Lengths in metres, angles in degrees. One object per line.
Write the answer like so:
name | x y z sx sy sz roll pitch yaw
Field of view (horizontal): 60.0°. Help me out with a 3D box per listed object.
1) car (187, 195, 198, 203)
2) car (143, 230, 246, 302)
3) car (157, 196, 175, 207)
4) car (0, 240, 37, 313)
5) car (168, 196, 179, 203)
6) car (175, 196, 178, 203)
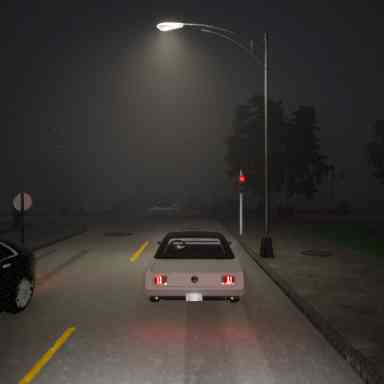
car | 0.154 1.352 67.224 2.097 1.767 4.553 0 0 0
car | 0.063 1.601 8.194 1.895 1.301 4.718 0 0 0
car | -4.055 1.505 50.066 1.837 1.490 4.892 0 0 0
car | -4.076 1.505 4.859 1.837 1.490 4.892 0 0 0
car | -3.943 1.540 70.105 2.033 1.411 5.357 0 0 0
car | -4.023 1.547 59.764 2.033 1.411 5.357 0 0 0
